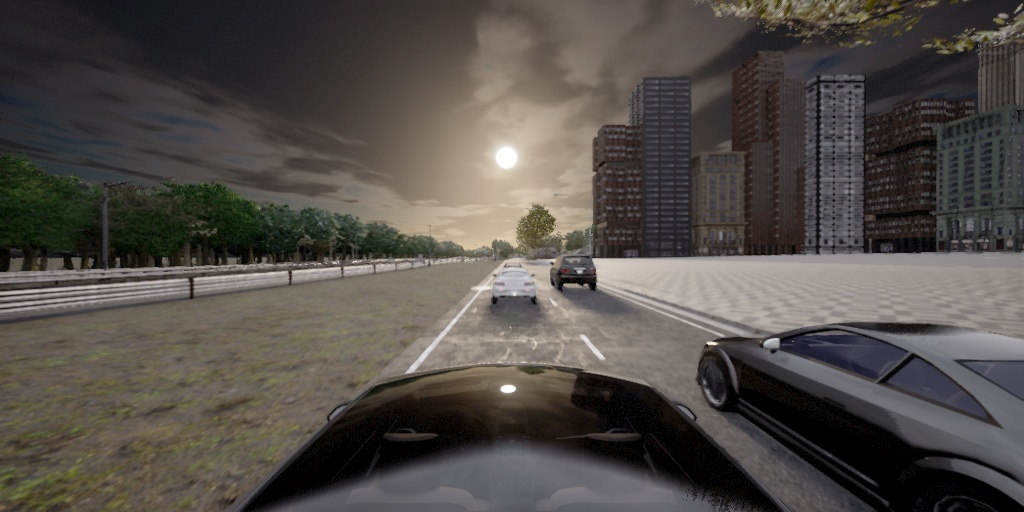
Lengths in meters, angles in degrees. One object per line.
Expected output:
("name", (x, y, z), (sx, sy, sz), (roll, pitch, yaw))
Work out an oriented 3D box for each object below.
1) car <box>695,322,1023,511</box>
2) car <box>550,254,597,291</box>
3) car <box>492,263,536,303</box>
("car", (3.597, 1.311, 3.410), (1.994, 1.385, 4.181), (0, 0, 0))
("car", (3.594, 0.918, 21.657), (2.150, 2.045, 5.566), (0, 0, 0))
("car", (0.096, 1.242, 16.315), (1.812, 1.442, 4.674), (0, 0, 0))
